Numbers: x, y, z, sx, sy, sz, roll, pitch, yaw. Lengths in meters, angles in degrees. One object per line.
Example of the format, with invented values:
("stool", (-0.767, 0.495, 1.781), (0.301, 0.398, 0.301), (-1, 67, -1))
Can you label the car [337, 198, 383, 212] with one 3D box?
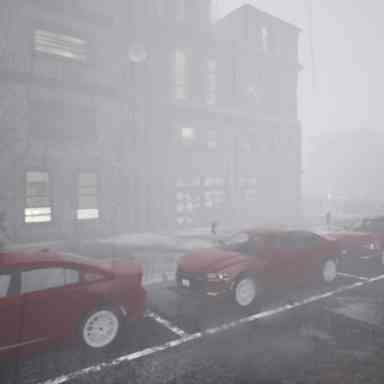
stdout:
("car", (17.815, 1.443, 34.471), (1.967, 1.590, 4.097), (-2, 0, -37))

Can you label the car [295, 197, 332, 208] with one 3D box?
("car", (17.715, 1.537, 48.639), (1.752, 1.417, 4.829), (-2, 0, -37))

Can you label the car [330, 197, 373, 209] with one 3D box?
("car", (21.079, 1.469, 44.095), (1.752, 1.417, 4.829), (-2, 0, -37))

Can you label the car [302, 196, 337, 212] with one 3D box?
("car", (14.448, 1.386, 39.015), (2.192, 1.841, 5.009), (-2, 0, -37))

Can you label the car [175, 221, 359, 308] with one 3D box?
("car", (1.714, 1.506, 7.784), (4.507, 1.381, 1.887), (0, 0, -35))

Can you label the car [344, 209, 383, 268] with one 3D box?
("car", (6.228, 1.468, 11.001), (4.507, 1.381, 1.887), (0, 0, -35))

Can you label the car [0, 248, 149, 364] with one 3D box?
("car", (-2.801, 1.543, 4.564), (4.507, 1.381, 1.887), (0, 0, -35))
